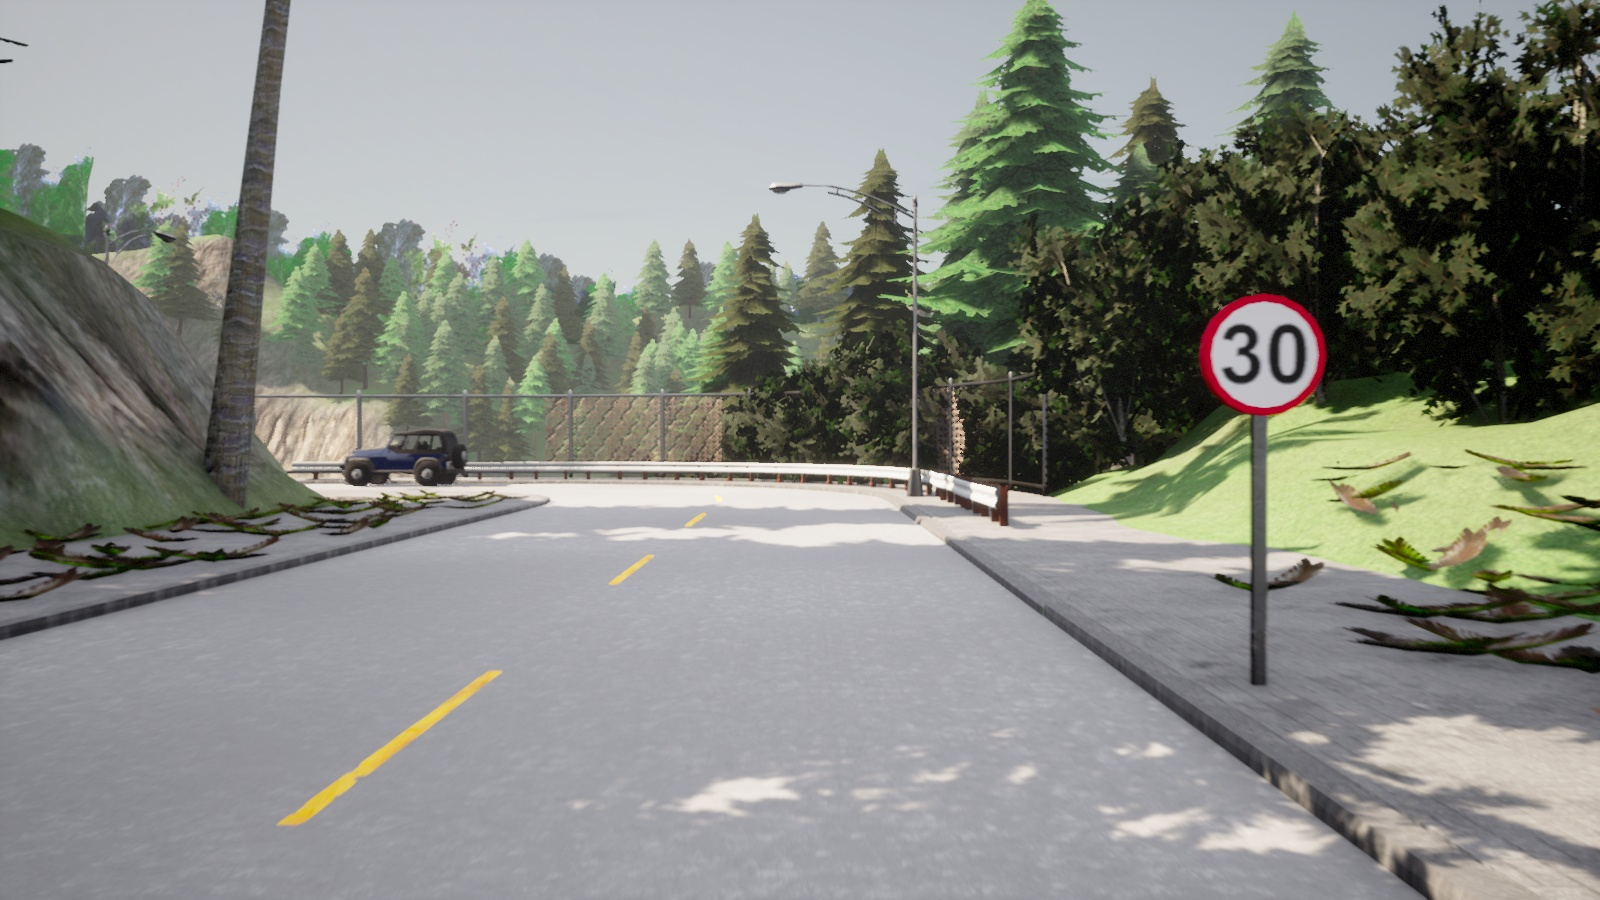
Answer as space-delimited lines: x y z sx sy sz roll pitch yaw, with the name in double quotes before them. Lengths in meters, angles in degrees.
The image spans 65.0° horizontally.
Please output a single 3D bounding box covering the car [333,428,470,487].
"car" -13.064 0.233 41.342 3.866 1.878 1.905 0 0 2
